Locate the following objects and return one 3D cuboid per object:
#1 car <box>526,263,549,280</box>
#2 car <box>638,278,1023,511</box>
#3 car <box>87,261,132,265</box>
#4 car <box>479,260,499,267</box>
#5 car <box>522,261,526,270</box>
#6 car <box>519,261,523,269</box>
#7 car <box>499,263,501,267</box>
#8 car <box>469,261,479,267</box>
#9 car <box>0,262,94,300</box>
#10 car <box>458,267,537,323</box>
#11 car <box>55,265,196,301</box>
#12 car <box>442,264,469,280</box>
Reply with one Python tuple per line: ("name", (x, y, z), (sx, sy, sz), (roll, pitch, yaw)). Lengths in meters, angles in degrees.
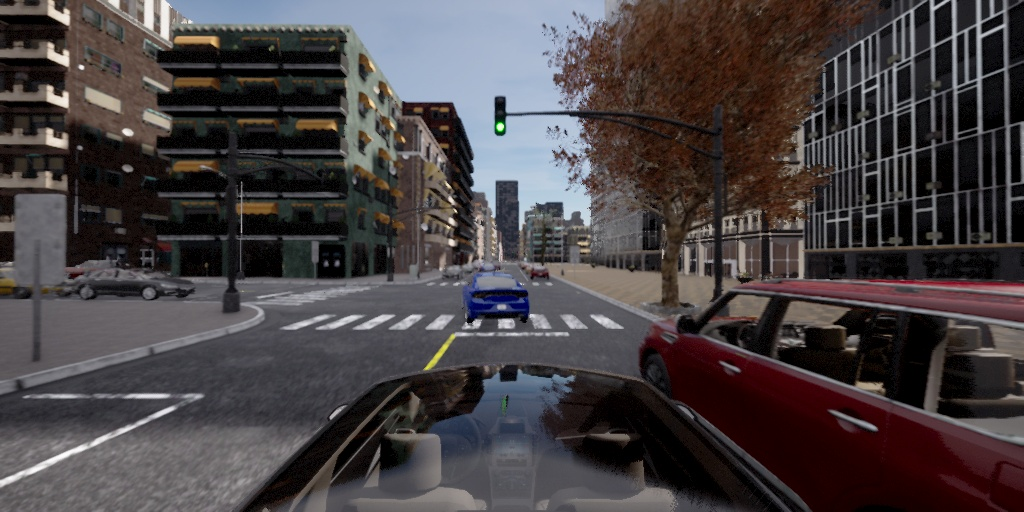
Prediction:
("car", (2.651, 1.567, 35.154), (1.888, 1.381, 4.507), (0, 0, 0))
("car", (2.690, 1.073, 2.768), (2.192, 1.841, 5.009), (0, 0, 0))
("car", (-27.648, 1.009, 23.973), (4.097, 1.591, 1.967), (0, 0, -1))
("car", (-3.141, 1.661, 48.086), (1.812, 1.442, 4.674), (0, 0, 0))
("car", (2.637, 1.644, 46.389), (1.751, 1.417, 4.829), (0, 0, 0))
("car", (2.618, 1.850, 62.816), (1.802, 1.307, 4.207), (0, 0, 0))
("car", (-3.108, 1.637, 64.517), (2.097, 1.767, 4.553), (0, -1, 0))
("car", (-5.742, 1.669, 46.210), (2.007, 1.370, 4.403), (0, 0, 0))
("car", (-21.849, 1.098, 15.657), (4.829, 1.417, 1.751), (0, 0, -1))
("car", (-0.749, 1.313, 12.601), (1.882, 1.535, 5.008), (0, 0, -11))
("car", (-16.451, 1.201, 15.718), (4.403, 1.370, 2.007), (0, 0, -1))
("car", (-5.729, 1.573, 35.144), (2.007, 1.370, 4.403), (0, 0, 0))
